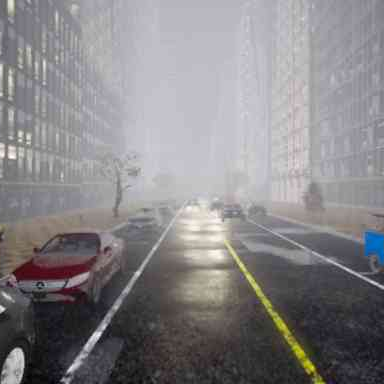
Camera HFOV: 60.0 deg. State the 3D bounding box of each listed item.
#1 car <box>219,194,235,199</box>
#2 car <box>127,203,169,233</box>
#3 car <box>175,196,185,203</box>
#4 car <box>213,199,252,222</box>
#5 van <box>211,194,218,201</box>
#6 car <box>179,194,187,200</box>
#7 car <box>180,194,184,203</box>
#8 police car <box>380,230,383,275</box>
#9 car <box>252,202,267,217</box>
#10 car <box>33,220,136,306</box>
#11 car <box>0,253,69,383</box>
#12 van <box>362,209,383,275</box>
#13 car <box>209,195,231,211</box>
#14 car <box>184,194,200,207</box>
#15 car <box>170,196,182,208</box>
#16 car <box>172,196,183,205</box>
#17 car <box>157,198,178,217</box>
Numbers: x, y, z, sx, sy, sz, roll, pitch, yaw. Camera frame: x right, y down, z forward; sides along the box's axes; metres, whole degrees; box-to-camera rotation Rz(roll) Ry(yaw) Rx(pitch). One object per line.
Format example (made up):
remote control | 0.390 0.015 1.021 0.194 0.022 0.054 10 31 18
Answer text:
car | 5.782 1.320 53.404 2.192 1.841 5.009 0 0 0
car | -2.664 1.546 19.319 2.008 1.369 4.403 0 0 0
car | -2.563 1.556 70.471 1.947 1.339 4.313 0 0 0
car | 3.086 1.551 26.383 2.033 1.411 5.357 0 0 1
van | 5.850 1.340 87.505 1.690 1.788 3.998 0 0 0
car | -2.518 1.424 93.206 1.967 1.590 4.097 0 0 0
car | -2.609 1.433 47.736 1.967 1.590 4.097 0 0 0
police car | 3.767 1.430 2.368 1.930 1.638 5.238 0 0 2
car | 5.739 1.558 30.669 2.008 1.369 4.403 0 0 0
car | -2.687 1.578 7.951 1.802 1.307 4.206 0 0 0
car | -2.699 1.547 2.268 2.008 1.369 4.403 0 0 0
van | 5.692 1.350 7.935 1.690 1.788 3.998 0 0 0
car | 3.105 1.495 40.290 2.128 1.511 4.902 0 0 1
car | 0.099 1.489 52.481 2.128 1.511 4.902 0 0 0
car | -2.619 1.576 42.053 1.802 1.307 4.206 0 0 0
car | -2.586 1.517 58.934 1.752 1.417 4.829 0 0 0
car | -2.642 1.546 30.685 2.008 1.369 4.403 0 0 0
